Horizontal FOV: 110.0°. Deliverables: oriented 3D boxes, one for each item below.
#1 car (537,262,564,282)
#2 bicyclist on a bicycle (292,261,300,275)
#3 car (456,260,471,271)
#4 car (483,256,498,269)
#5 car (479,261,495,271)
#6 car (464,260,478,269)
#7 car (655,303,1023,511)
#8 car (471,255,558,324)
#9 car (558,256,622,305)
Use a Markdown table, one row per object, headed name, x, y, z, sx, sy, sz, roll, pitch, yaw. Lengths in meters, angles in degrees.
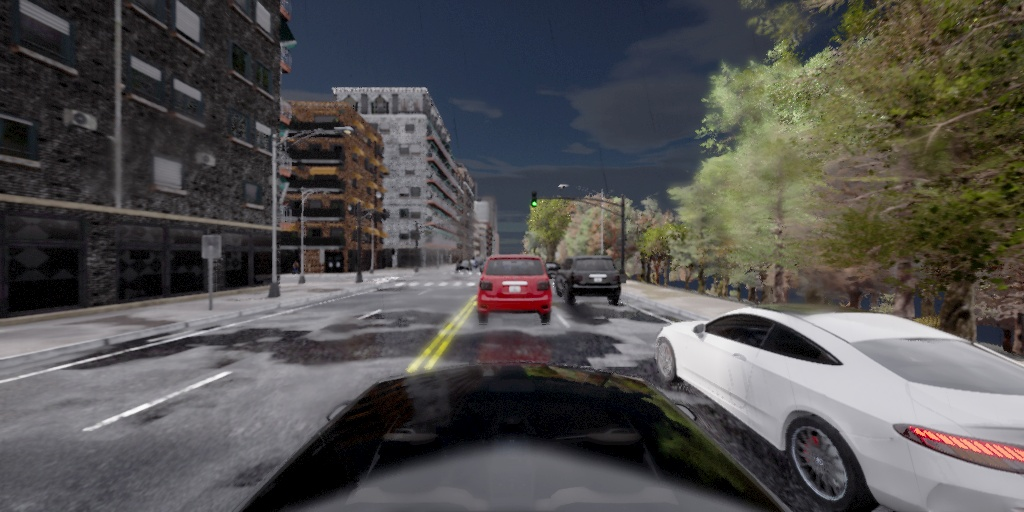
| name | x | y | z | sx | sy | sz | roll | pitch | yaw |
| --- | --- | --- | --- | --- | --- | --- | --- | --- | --- |
| car | 3.256 | 1.319 | 31.026 | 1.837 | 1.490 | 4.892 | 0 | 0 | 0 |
| bicyclist on a bicycle | -25.003 | 1.414 | 41.510 | 0.582 | 1.620 | 1.656 | -1 | 0 | -1 |
| car | -6.717 | 1.366 | 50.827 | 1.837 | 1.490 | 4.892 | 0 | 0 | 2 |
| car | -3.493 | 1.108 | 60.351 | 2.150 | 2.045 | 5.566 | 0 | 0 | 0 |
| car | -3.497 | 1.426 | 51.236 | 1.994 | 1.385 | 4.181 | 0 | 0 | 0 |
| car | -6.744 | 1.411 | 60.074 | 1.812 | 1.442 | 4.674 | 0 | 0 | 0 |
| car | 3.340 | 1.281 | 4.171 | 1.812 | 1.442 | 4.674 | 0 | 0 | 0 |
| car | 0.068 | 0.990 | 12.187 | 2.150 | 2.045 | 5.566 | 0 | -1 | 0 |
| car | 3.304 | 1.003 | 16.481 | 2.150 | 2.045 | 5.566 | 0 | 0 | 0 |
